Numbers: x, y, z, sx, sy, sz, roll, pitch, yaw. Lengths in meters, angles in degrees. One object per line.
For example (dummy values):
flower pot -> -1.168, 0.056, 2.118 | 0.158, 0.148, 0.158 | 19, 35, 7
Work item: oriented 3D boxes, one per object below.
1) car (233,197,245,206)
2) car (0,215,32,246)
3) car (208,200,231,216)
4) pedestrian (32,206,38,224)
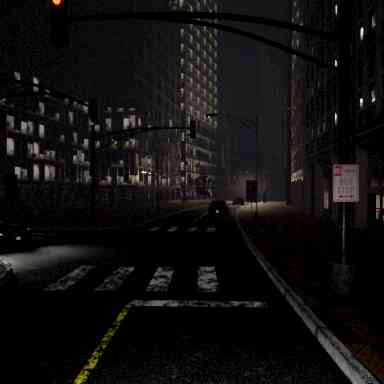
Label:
car -> 8.690, 1.715, 61.318 | 1.837, 1.490, 4.892 | 0, 0, 15
car -> -8.683, 1.436, 13.367 | 4.674, 1.442, 1.812 | 1, 1, 21
car -> 2.690, 1.559, 32.994 | 1.837, 1.490, 4.892 | 0, 0, 8
pedestrian -> -9.371, 1.345, 19.865 | 0.500, 1.100, 0.500 | 0, 0, 17
